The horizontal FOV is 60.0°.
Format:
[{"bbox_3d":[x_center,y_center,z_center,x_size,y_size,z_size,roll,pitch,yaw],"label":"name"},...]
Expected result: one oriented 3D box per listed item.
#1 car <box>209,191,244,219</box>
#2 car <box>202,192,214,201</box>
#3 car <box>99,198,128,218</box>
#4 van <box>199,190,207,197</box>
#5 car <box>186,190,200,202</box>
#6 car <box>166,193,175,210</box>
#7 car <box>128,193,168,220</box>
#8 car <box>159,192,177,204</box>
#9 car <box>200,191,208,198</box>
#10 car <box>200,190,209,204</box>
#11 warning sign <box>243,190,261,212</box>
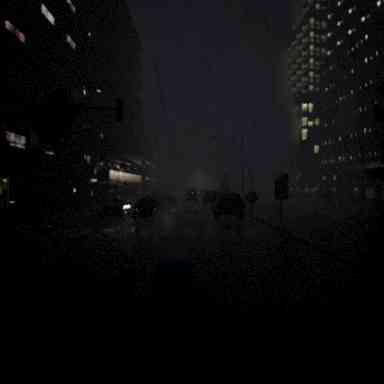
[{"bbox_3d":[2.686,0.980,25.033,2.192,1.841,5.009,0,1,0],"label":"car"},{"bbox_3d":[2.678,0.801,58.193,1.887,1.381,4.507,0,1,0],"label":"car"},{"bbox_3d":[-5.693,1.168,25.033,2.008,1.369,4.403,0,1,0],"label":"car"},{"bbox_3d":[2.673,0.338,80.294,1.690,1.788,3.998,0,1,0],"label":"van"},{"bbox_3d":[-0.008,0.842,53.808,2.033,1.411,5.357,0,1,0],"label":"car"},{"bbox_3d":[-3.100,1.112,34.583,1.895,1.301,4.718,0,1,0],"label":"car"},{"bbox_3d":[-3.099,1.117,24.454,1.882,1.535,5.008,0,1,0],"label":"car"},{"bbox_3d":[-3.080,0.987,44.704,1.895,1.301,4.718,0,1,0],"label":"car"},{"bbox_3d":[2.674,0.584,74.941,1.752,1.417,4.829,0,1,0],"label":"car"},{"bbox_3d":[2.681,0.705,47.136,2.192,1.841,5.009,0,1,0],"label":"car"},{"bbox_3d":[5.073,0.752,28.287,1.300,1.860,1.060,1,1,0],"label":"warning sign"}]
